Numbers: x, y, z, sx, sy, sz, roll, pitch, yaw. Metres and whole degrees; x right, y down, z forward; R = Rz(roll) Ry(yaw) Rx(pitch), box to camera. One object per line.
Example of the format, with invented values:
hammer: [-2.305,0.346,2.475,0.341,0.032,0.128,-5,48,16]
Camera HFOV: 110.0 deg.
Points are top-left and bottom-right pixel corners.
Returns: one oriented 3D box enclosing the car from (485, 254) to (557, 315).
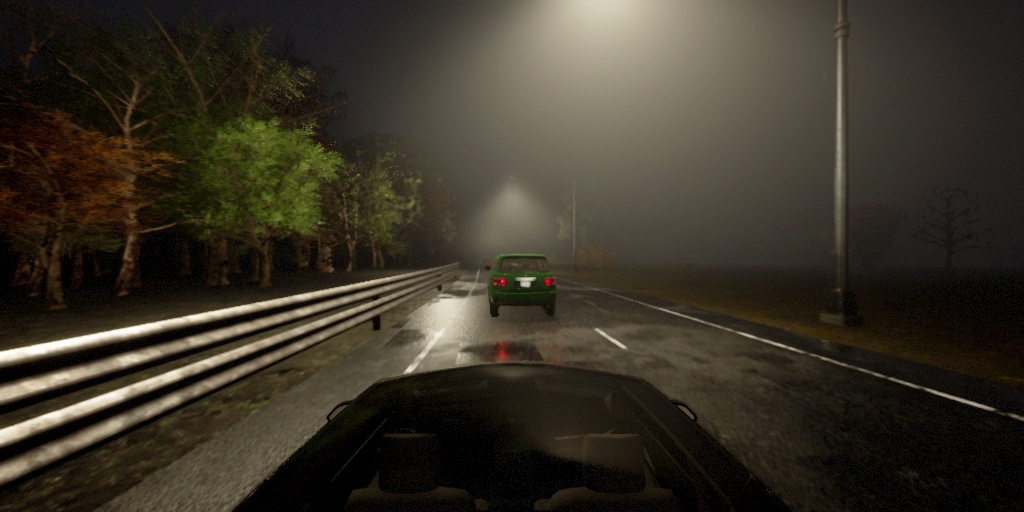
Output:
car: [0.197,0.934,13.480,2.150,2.045,5.566,0,0,-5]
